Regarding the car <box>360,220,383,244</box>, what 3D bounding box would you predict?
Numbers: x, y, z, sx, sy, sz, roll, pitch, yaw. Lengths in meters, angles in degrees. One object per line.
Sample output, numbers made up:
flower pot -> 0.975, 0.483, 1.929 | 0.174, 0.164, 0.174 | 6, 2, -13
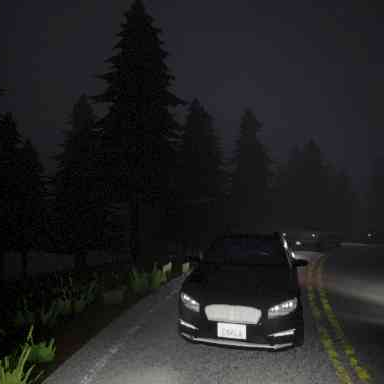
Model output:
car -> 15.845, 3.225, 26.459 | 5.566, 2.045, 2.150 | 8, -8, -28

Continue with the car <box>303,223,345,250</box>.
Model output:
car -> 6.499, 2.308, 17.694 | 1.895, 1.301, 4.718 | -3, -6, 39

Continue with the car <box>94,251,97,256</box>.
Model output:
car -> -20.263, 13.650, 72.971 | 4.181, 1.381, 1.994 | -2, -5, 31

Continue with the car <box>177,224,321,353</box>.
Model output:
car -> 1.133, 1.562, 6.602 | 2.128, 1.511, 4.902 | -1, -2, 15
